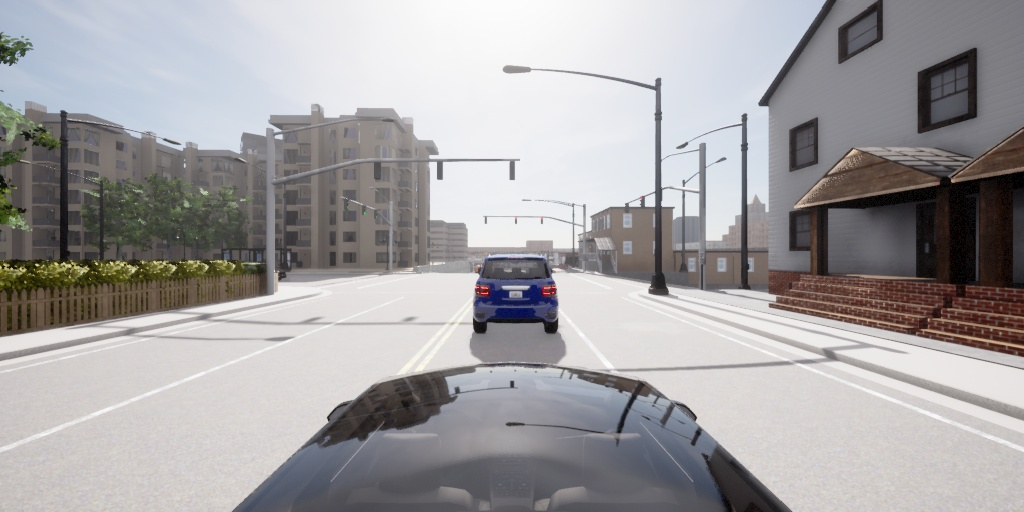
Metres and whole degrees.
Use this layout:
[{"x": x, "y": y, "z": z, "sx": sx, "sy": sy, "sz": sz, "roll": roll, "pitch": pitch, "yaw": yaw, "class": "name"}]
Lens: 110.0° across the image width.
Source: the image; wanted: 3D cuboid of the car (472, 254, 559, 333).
[{"x": 0.101, "y": 0.971, "z": 10.877, "sx": 2.150, "sy": 2.045, "sz": 5.566, "roll": 0, "pitch": 0, "yaw": 0, "class": "car"}]

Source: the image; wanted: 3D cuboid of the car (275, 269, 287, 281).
[{"x": -20.346, "y": 1.255, "z": 28.079, "sx": 4.892, "sy": 1.490, "sz": 1.837, "roll": 0, "pitch": 0, "yaw": 1, "class": "car"}]

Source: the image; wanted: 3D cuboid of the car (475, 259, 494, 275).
[{"x": -3.561, "y": 1.506, "z": 46.897, "sx": 2.097, "sy": 1.767, "sz": 4.553, "roll": 1, "pitch": -5, "yaw": 0, "class": "car"}]
